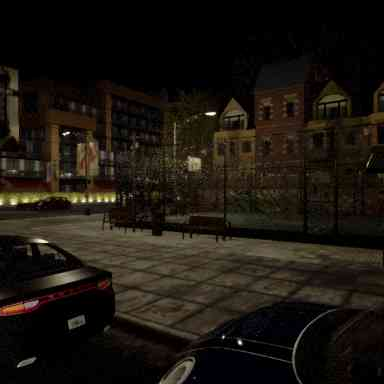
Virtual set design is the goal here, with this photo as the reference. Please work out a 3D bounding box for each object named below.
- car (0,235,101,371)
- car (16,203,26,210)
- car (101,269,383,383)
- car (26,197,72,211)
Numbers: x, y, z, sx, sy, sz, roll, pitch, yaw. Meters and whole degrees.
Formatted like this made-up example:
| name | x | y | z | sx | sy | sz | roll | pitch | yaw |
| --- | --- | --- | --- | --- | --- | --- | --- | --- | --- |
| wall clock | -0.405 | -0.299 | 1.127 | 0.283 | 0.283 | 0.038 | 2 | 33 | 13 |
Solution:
| name | x | y | z | sx | sy | sz | roll | pitch | yaw |
| --- | --- | --- | --- | --- | --- | --- | --- | --- | --- |
| car | -3.469 | 1.480 | 5.582 | 5.008 | 1.535 | 2.097 | 0 | 0 | 35 |
| car | -19.582 | 1.601 | 42.099 | 1.895 | 1.301 | 4.718 | 0 | 0 | 35 |
| car | 1.858 | 1.354 | 1.986 | 4.553 | 1.767 | 2.185 | 0 | 0 | 35 |
| car | -16.865 | 1.354 | 39.871 | 2.097 | 1.767 | 4.553 | 0 | 0 | 35 |
